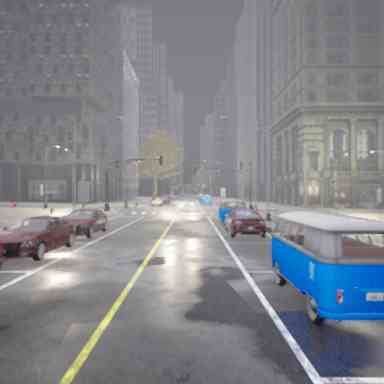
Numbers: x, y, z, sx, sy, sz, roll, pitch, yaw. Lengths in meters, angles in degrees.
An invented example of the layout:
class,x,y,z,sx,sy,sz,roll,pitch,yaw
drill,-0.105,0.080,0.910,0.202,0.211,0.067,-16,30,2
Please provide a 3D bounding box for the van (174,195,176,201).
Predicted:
class,x,y,z,sx,sy,sz,roll,pitch,yaw
van,-5.809,1.595,87.782,1.690,1.788,3.998,0,0,0

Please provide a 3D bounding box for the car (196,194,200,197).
class,x,y,z,sx,sy,sz,roll,pitch,yaw
car,2.719,1.785,83.101,2.008,1.369,4.403,0,0,0

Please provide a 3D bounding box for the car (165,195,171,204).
class,x,y,z,sx,sy,sz,roll,pitch,yaw
car,-5.797,1.726,66.626,1.887,1.381,4.507,0,0,0

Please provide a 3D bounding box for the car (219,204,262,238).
class,x,y,z,sx,sy,sz,roll,pitch,yaw
car,2.768,1.585,17.939,1.887,1.381,4.507,0,0,0

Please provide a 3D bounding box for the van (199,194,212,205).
class,x,y,z,sx,sy,sz,roll,pitch,yaw
van,2.731,1.502,61.449,1.690,1.788,3.998,0,0,0

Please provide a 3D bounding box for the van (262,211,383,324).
class,x,y,z,sx,sy,sz,roll,pitch,yaw
van,2.773,1.356,6.890,1.690,1.788,3.998,0,0,0

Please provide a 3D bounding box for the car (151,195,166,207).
class,x,y,z,sx,sy,sz,roll,pitch,yaw
car,-5.797,1.673,55.876,1.752,1.417,4.829,0,0,0

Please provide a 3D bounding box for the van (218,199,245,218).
class,x,y,z,sx,sy,sz,roll,pitch,yaw
van,2.767,1.395,23.465,1.690,1.788,3.998,0,0,0

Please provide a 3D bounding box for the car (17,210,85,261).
class,x,y,z,sx,sy,sz,roll,pitch,yaw
car,-5.782,1.575,12.427,1.887,1.381,4.507,0,0,0

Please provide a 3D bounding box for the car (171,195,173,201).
class,x,y,z,sx,sy,sz,roll,pitch,yaw
car,-5.800,1.514,71.916,2.192,1.841,5.009,0,0,0

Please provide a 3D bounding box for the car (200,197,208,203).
class,x,y,z,sx,sy,sz,roll,pitch,yaw
car,2.721,1.797,77.688,1.802,1.307,4.206,0,0,0

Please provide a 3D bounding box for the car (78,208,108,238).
class,x,y,z,sx,sy,sz,roll,pitch,yaw
car,-5.787,1.588,17.952,1.887,1.381,4.507,0,0,0

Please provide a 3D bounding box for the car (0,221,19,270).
class,x,y,z,sx,sy,sz,roll,pitch,yaw
car,-5.778,1.563,6.902,1.887,1.381,4.507,0,0,0
